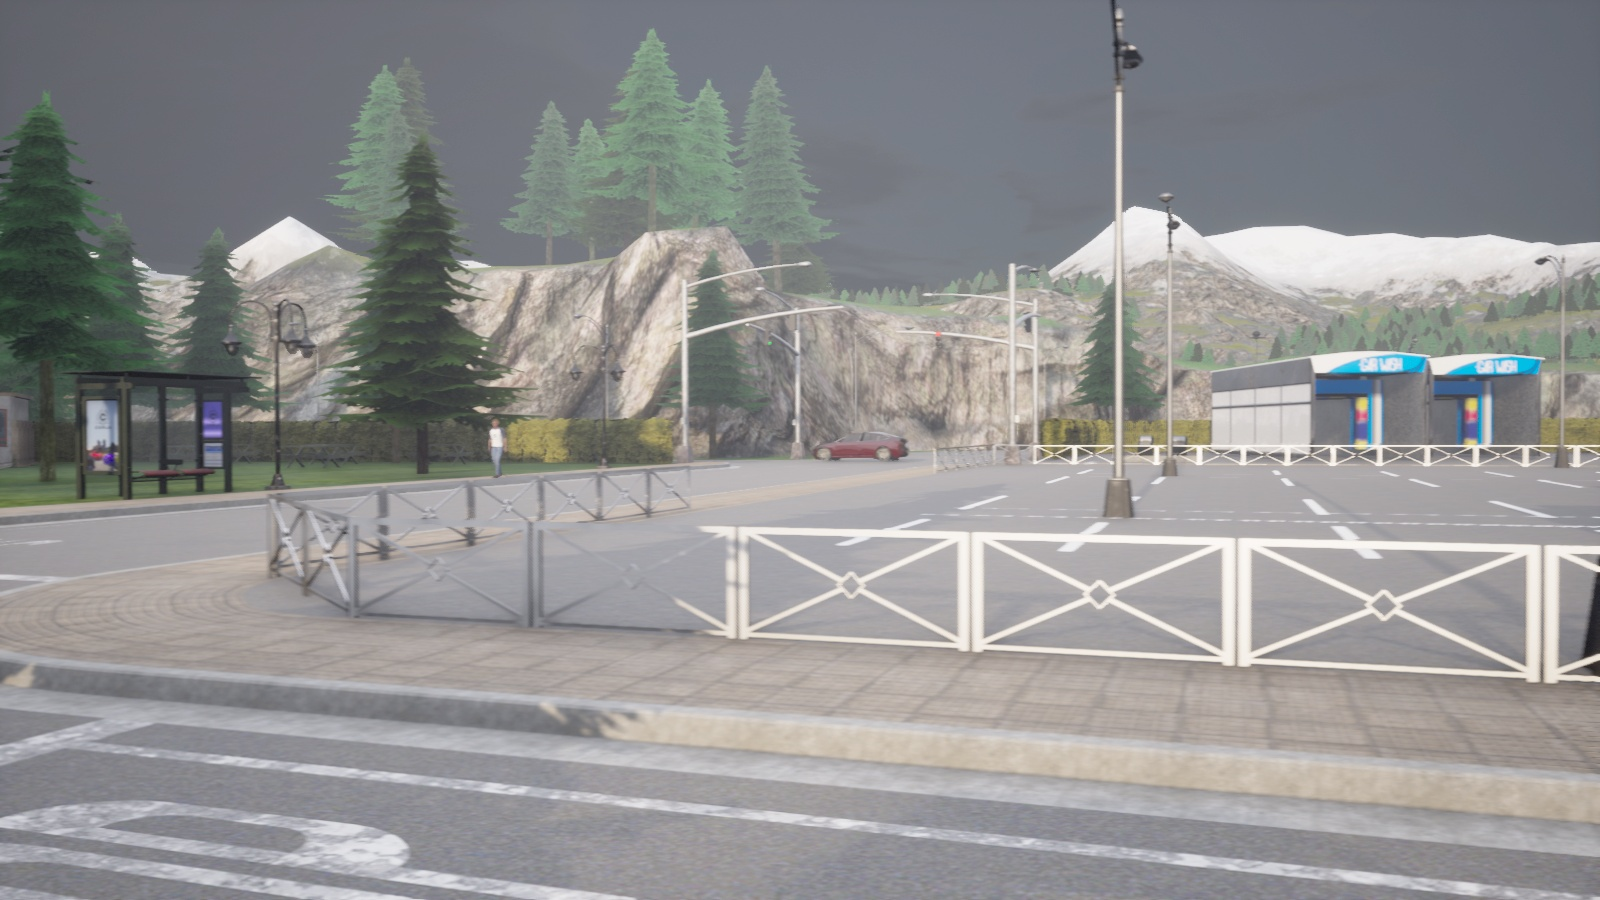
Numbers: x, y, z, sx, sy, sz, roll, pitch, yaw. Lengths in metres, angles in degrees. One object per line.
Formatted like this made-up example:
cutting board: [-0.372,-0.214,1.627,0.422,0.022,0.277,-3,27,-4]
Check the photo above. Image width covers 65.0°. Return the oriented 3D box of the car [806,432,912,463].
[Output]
car: [2.941,-0.143,61.974,4.792,1.488,2.163,1,1,19]

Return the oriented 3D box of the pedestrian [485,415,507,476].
pedestrian: [-9.239,-0.150,38.142,0.354,1.836,0.706,0,1,16]
